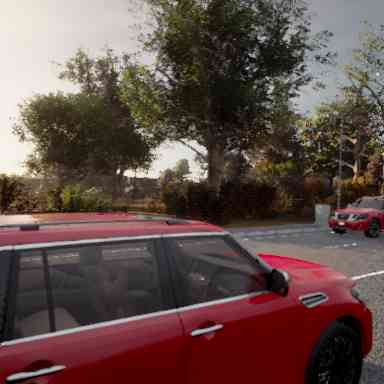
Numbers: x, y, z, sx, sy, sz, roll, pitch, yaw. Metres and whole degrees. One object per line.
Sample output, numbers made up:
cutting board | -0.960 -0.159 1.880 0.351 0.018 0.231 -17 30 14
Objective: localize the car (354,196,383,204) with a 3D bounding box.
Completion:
car | 9.895 1.231 17.684 5.566 2.045 2.150 1 -1 -26

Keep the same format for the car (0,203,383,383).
car | -0.564 1.209 3.219 5.566 2.045 2.150 0 0 -34
